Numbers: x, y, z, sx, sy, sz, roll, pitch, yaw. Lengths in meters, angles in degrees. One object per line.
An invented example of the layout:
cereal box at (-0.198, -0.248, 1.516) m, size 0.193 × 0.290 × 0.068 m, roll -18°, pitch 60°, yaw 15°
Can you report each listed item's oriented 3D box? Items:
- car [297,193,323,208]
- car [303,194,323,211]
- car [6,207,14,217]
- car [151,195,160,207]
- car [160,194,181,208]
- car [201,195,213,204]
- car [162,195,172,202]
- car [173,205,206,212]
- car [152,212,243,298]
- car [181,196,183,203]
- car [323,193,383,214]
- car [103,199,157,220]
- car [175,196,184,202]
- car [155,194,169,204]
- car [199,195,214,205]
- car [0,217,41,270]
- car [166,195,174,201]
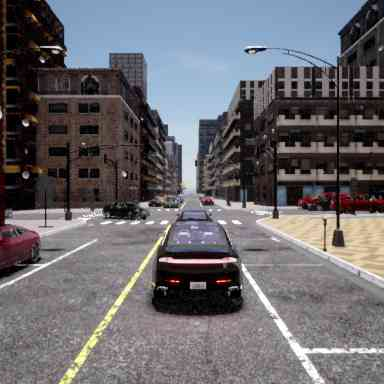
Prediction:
car at (14.598, 1.015, 37.595) m, size 5.009 × 1.841 × 2.192 m, roll -1°, pitch 1°, yaw 0°
car at (14.603, 1.230, 35.024) m, size 4.674 × 1.442 × 1.812 m, roll -1°, pitch 0°, yaw 0°
car at (-19.491, 1.692, 31.561) m, size 4.553 × 1.767 × 2.097 m, roll -1°, pitch 0°, yaw 0°
car at (-5.637, 1.581, 51.301) m, size 1.947 × 1.339 × 4.313 m, roll 0°, pitch 0°, yaw 0°
car at (-3.015, 1.365, 48.248) m, size 2.097 × 1.767 × 4.553 m, roll 0°, pitch 0°, yaw 0°
car at (2.755, 1.462, 62.659) m, size 1.967 × 1.590 × 4.097 m, roll 0°, pitch 0°, yaw 0°
car at (-5.613, 1.471, 74.031) m, size 1.967 × 1.590 × 4.097 m, roll 0°, pitch 0°, yaw 0°
car at (0.116, 1.565, 17.099) m, size 1.994 × 1.385 × 4.181 m, roll 0°, pitch 0°, yaw 0°
car at (0.111, 1.491, 8.484) m, size 2.128 × 1.511 × 4.902 m, roll 0°, pitch 0°, yaw 0°
car at (-3.019, 1.620, 58.181) m, size 1.895 × 1.301 × 4.718 m, roll 0°, pitch 0°, yaw 0°
car at (14.724, 1.029, 29.217) m, size 5.009 × 1.841 × 2.192 m, roll -1°, pitch 1°, yaw 0°
car at (-5.649, 1.595, 28.639) m, size 4.892 × 1.490 × 1.837 m, roll -2°, pitch -3°, yaw 38°
car at (-2.917, 1.572, 79.118) m, size 2.033 × 1.411 × 5.357 m, roll 0°, pitch 0°, yaw 0°
car at (-5.626, 1.337, 62.666) m, size 2.192 × 1.841 × 5.009 m, roll 0°, pitch 0°, yaw 0°
car at (2.748, 1.458, 56.976) m, size 1.967 × 1.590 × 4.097 m, roll 0°, pitch 0°, yaw 0°
car at (-5.732, 1.582, 9.277) m, size 1.802 × 1.307 × 4.206 m, roll 0°, pitch 0°, yaw 0°
car at (-5.601, 1.481, 85.396) m, size 1.967 × 1.590 × 4.097 m, roll 0°, pitch 0°, yaw 0°
